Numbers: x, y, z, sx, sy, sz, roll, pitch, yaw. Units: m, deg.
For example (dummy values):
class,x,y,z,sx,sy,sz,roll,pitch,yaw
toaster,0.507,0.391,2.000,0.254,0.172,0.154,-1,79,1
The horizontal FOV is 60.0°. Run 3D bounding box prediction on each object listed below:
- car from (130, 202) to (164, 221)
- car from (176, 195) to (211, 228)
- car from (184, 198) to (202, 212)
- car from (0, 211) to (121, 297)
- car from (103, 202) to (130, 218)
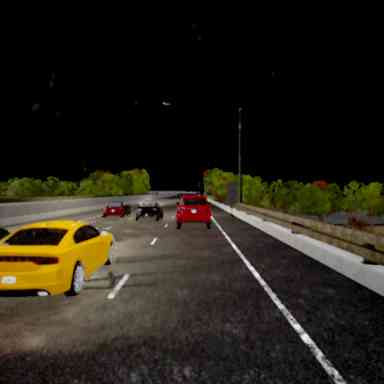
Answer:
class,x,y,z,sx,sy,sz,roll,pitch,yaw
car,-3.388,1.517,27.151,2.128,1.511,4.902,0,0,0
car,0.110,1.242,22.288,2.150,2.045,5.566,0,0,0
car,0.118,1.530,40.850,2.128,1.511,4.902,0,0,0
car,-3.396,1.486,8.657,1.882,1.535,5.008,0,0,0
car,-6.887,1.593,30.941,1.994,1.385,4.181,0,0,0
